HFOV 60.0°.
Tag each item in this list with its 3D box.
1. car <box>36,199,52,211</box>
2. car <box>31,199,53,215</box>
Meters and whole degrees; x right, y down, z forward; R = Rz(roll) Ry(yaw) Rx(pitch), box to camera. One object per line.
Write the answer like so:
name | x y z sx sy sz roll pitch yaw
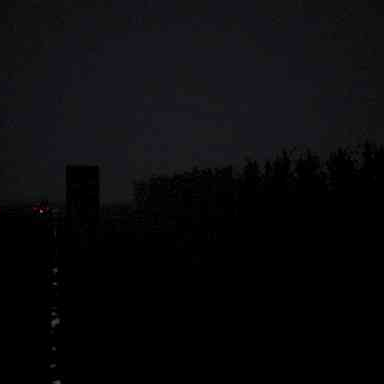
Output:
car | -20.049 1.662 45.238 1.812 1.442 4.674 0 0 -22
car | -16.155 1.716 35.881 1.895 1.301 4.718 0 0 -22
